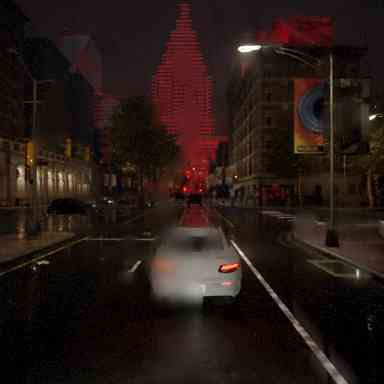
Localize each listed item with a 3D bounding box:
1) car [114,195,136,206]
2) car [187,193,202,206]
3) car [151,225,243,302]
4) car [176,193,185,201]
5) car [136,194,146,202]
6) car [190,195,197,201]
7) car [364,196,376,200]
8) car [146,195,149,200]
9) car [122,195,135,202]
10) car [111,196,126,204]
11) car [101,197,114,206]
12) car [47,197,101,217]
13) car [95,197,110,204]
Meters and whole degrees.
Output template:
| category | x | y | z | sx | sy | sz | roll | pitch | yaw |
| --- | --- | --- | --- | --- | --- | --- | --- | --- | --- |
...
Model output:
| category | x | y | z | sx | sy | sz | roll | pitch | yaw |
| --- | --- | --- | --- | --- | --- | --- | --- | --- | --- |
| car | -11.313 | 1.477 | 56.753 | 1.882 | 1.535 | 5.008 | 0 | 0 | 0 |
| car | 0.385 | 1.221 | 53.716 | 2.150 | 2.045 | 5.566 | 0 | 0 | -1 |
| car | 0.115 | 1.526 | 8.149 | 1.812 | 1.442 | 4.674 | 0 | 0 | 1 |
| car | -3.085 | 1.217 | 86.476 | 2.150 | 2.045 | 5.566 | 0 | 0 | 0 |
| car | -11.201 | 1.547 | 66.567 | 2.033 | 1.411 | 5.357 | 0 | 0 | 1 |
| car | 0.431 | 1.499 | 89.762 | 1.837 | 1.490 | 4.892 | 0 | 0 | 0 |
| car | 34.771 | 1.480 | 68.044 | 2.231 | 1.521 | 4.892 | 0 | 0 | 0 |
| car | -11.132 | 1.354 | 76.787 | 2.097 | 1.767 | 4.553 | 0 | 0 | 0 |
| car | -14.633 | 1.477 | 76.772 | 1.882 | 1.535 | 5.008 | 0 | 0 | 0 |
| car | -14.699 | 1.504 | 66.358 | 1.837 | 1.490 | 4.892 | 0 | 0 | 1 |
| car | -14.812 | 1.547 | 56.819 | 2.033 | 1.411 | 5.357 | 0 | 0 | 0 |
| car | -11.205 | 1.351 | 31.423 | 4.553 | 1.767 | 2.097 | 0 | 0 | -17 |
| car | -17.930 | 1.594 | 66.904 | 1.895 | 1.301 | 4.718 | 0 | 0 | 0 |
